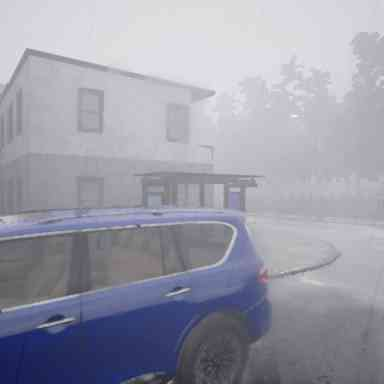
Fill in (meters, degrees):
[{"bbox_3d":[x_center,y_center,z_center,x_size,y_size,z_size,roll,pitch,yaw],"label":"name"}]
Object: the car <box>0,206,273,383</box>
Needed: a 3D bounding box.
[{"bbox_3d":[-1.569,1.221,3.489,5.566,2.045,2.150,0,0,-36],"label":"car"}]
